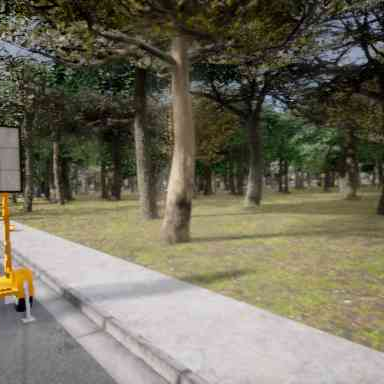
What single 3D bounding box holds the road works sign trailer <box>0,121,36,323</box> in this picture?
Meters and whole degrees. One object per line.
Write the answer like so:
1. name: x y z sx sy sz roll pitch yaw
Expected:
1. road works sign trailer: -4.454 0.444 6.104 2.380 3.560 2.880 -2 1 -38
